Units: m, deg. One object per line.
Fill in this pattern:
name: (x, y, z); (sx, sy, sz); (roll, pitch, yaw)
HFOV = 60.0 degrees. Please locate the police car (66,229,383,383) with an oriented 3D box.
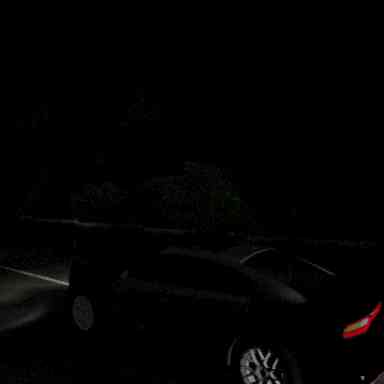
police car: (0.027, 1.435, 5.138); (5.238, 1.638, 1.930); (0, 0, 35)
